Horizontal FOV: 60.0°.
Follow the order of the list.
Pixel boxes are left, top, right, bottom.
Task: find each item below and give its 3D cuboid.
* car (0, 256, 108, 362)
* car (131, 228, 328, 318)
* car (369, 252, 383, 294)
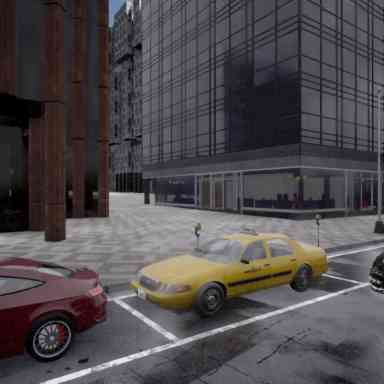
[{"bbox_3d":[-3.237,1.582,4.344,4.206,1.307,1.802,0,0,-35],"label":"car"},{"bbox_3d":[1.063,1.525,7.387,4.829,1.417,1.752,0,0,-35],"label":"car"},{"bbox_3d":[5.952,1.504,7.584,4.892,1.490,1.837,0,0,-35],"label":"car"}]
